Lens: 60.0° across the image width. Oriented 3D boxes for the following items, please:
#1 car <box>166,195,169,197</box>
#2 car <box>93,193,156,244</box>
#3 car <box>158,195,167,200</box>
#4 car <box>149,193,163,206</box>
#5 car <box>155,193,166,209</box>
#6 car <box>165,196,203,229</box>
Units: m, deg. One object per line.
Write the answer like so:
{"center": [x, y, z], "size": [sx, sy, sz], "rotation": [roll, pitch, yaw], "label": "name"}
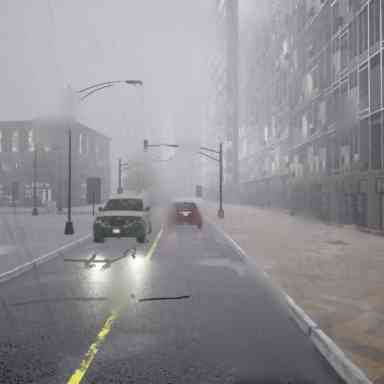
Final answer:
{"center": [-6.073, 1.462, 77.349], "size": [1.882, 1.535, 5.008], "rotation": [0, 0, -9], "label": "car"}
{"center": [-3.155, 1.225, 16.217], "size": [2.150, 2.045, 5.566], "rotation": [0, 0, -2], "label": "car"}
{"center": [-7.799, 1.413, 87.648], "size": [1.895, 1.301, 4.718], "rotation": [0, 0, -11], "label": "car"}
{"center": [-6.222, 1.219, 57.327], "size": [2.150, 2.045, 5.566], "rotation": [0, 0, -7], "label": "car"}
{"center": [-5.055, 1.351, 45.987], "size": [2.097, 1.767, 4.553], "rotation": [0, 0, -5], "label": "car"}
{"center": [-0.536, 1.358, 21.912], "size": [2.097, 1.767, 4.553], "rotation": [0, 0, -4], "label": "car"}
